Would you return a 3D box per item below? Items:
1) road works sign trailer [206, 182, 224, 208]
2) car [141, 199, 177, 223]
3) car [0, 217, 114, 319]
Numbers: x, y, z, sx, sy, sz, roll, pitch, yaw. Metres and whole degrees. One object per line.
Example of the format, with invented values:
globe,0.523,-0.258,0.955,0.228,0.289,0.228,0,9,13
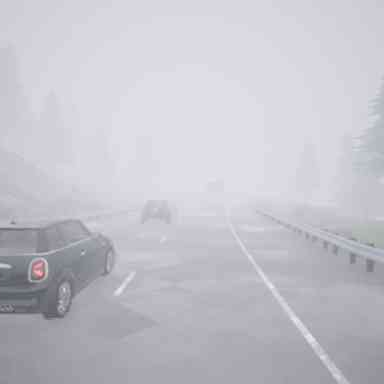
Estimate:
road works sign trailer,3.212,0.384,45.554,2.380,3.560,2.880,0,0,9
car,-2.358,1.303,24.841,2.097,1.767,4.553,0,0,4
car,-3.245,1.334,7.495,2.097,1.767,4.553,0,0,1
